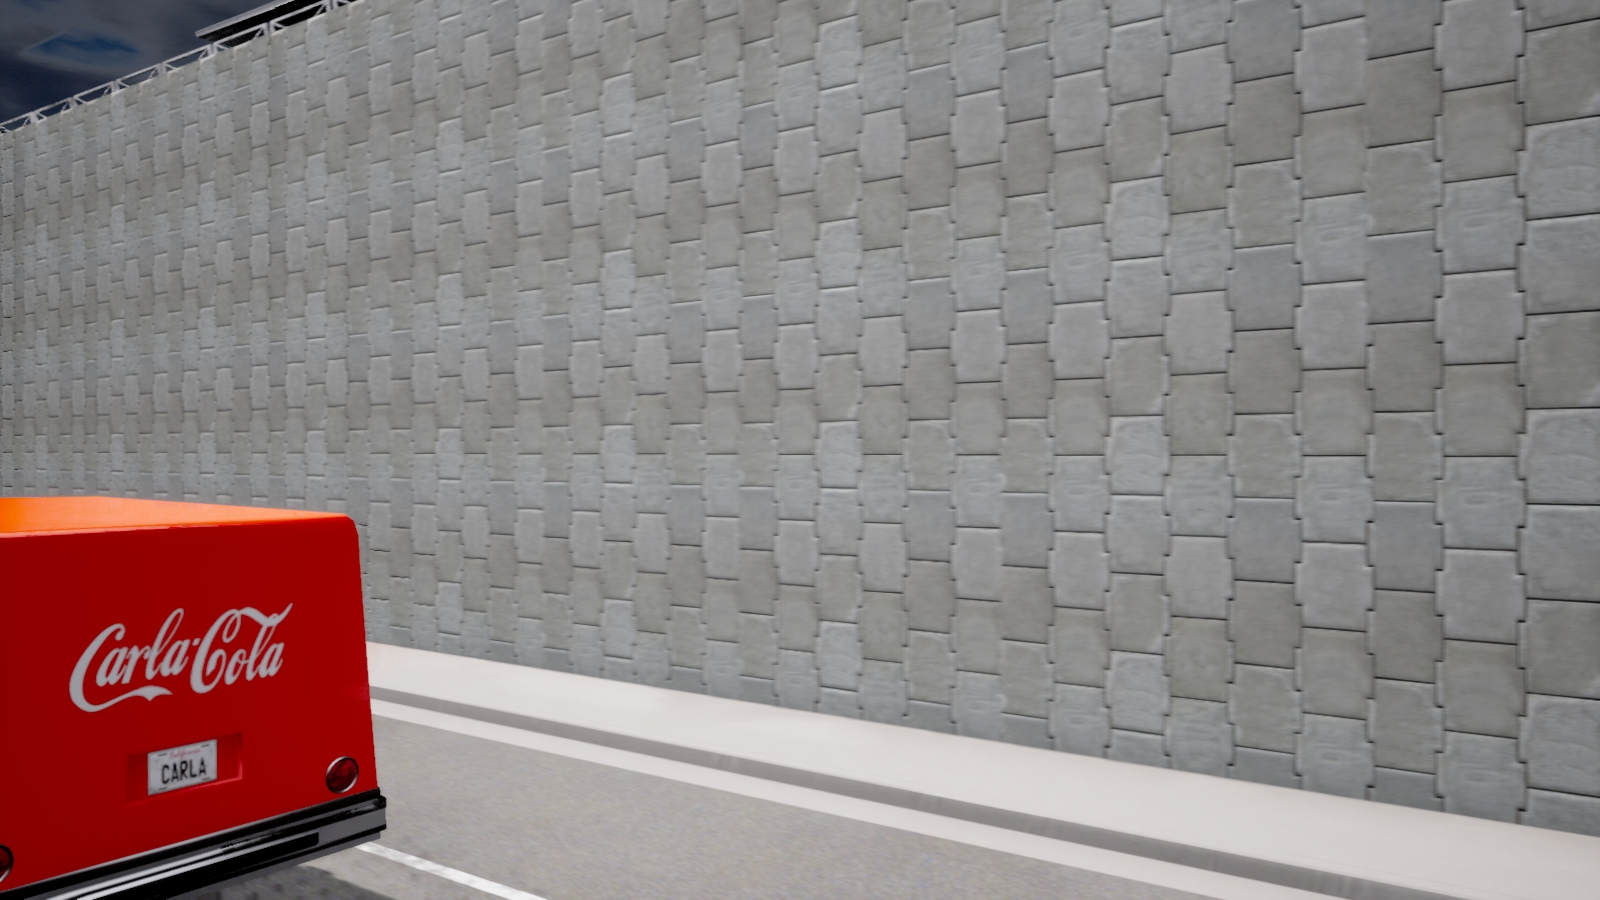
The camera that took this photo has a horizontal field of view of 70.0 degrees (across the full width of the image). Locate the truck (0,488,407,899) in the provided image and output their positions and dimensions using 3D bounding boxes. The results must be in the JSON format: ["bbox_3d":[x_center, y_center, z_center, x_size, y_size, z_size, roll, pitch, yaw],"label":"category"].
[{"bbox_3d":[-5.320,1.568,7.492,5.204,2.467,2.627,0,0,35],"label":"truck"}]
